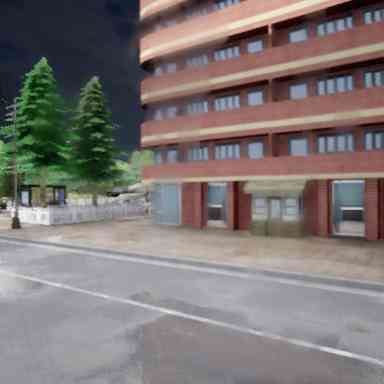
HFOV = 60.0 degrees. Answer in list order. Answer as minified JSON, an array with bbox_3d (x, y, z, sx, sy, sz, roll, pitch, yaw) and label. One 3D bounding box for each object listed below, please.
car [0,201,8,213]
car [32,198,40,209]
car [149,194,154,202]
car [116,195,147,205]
[{"bbox_3d":[-21.950,1.520,34.772,1.837,1.490,4.892,0,0,33],"label":"car"},{"bbox_3d":[-19.614,1.327,44.612,2.097,1.767,4.553,0,0,34],"label":"car"},{"bbox_3d":[-7.661,1.207,59.587,4.553,1.767,2.097,-1,0,-41],"label":"car"},{"bbox_3d":[-9.898,1.241,52.225,2.097,1.767,4.553,0,0,40],"label":"car"}]
